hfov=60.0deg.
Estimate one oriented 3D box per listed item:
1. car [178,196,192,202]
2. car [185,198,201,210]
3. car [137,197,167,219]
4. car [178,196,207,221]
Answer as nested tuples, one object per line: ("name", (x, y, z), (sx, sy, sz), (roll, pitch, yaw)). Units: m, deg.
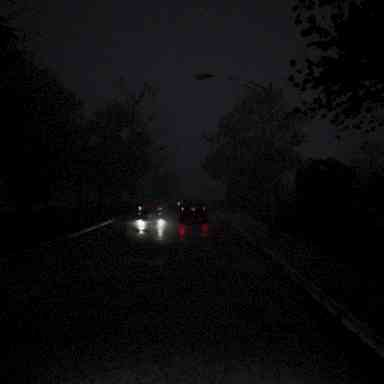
("car", (-1.461, 1.429, 69.390), (1.895, 1.301, 4.718), (-1, 0, 13))
("car", (0.100, 1.457, 43.046), (1.994, 1.385, 4.181), (0, 0, 0))
("car", (-3.347, 1.288, 28.416), (2.097, 1.767, 4.553), (0, 0, 0))
("car", (0.100, 1.293, 26.331), (2.097, 1.767, 4.553), (0, 0, 0))
